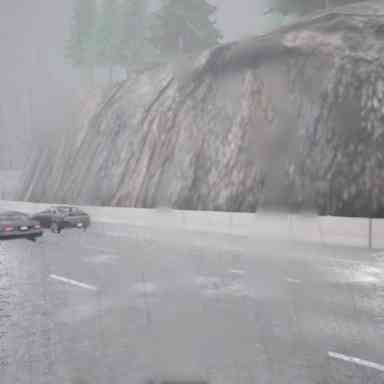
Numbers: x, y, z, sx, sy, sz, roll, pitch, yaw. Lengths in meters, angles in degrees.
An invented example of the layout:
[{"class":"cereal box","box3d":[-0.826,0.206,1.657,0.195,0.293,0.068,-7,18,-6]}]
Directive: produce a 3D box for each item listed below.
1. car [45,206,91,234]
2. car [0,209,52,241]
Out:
[{"class":"car","box3d":[-7.884,1.569,19.671,4.902,1.511,2.128,0,0,42]},{"class":"car","box3d":[-9.134,1.617,16.038,5.357,1.411,2.033,0,0,42]}]
